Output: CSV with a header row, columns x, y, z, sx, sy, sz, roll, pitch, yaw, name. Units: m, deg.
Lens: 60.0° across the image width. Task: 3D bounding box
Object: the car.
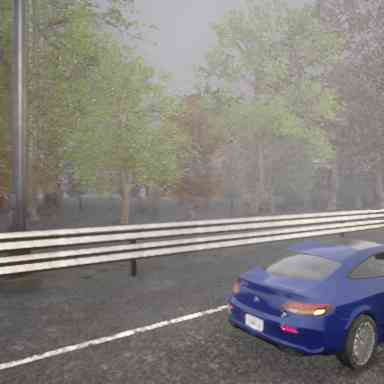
x,y,z,sx,sy,sz,roll,pitch,yaw,name
2.682,1.527,5.642,4.674,1.442,1.812,0,0,-35,car
